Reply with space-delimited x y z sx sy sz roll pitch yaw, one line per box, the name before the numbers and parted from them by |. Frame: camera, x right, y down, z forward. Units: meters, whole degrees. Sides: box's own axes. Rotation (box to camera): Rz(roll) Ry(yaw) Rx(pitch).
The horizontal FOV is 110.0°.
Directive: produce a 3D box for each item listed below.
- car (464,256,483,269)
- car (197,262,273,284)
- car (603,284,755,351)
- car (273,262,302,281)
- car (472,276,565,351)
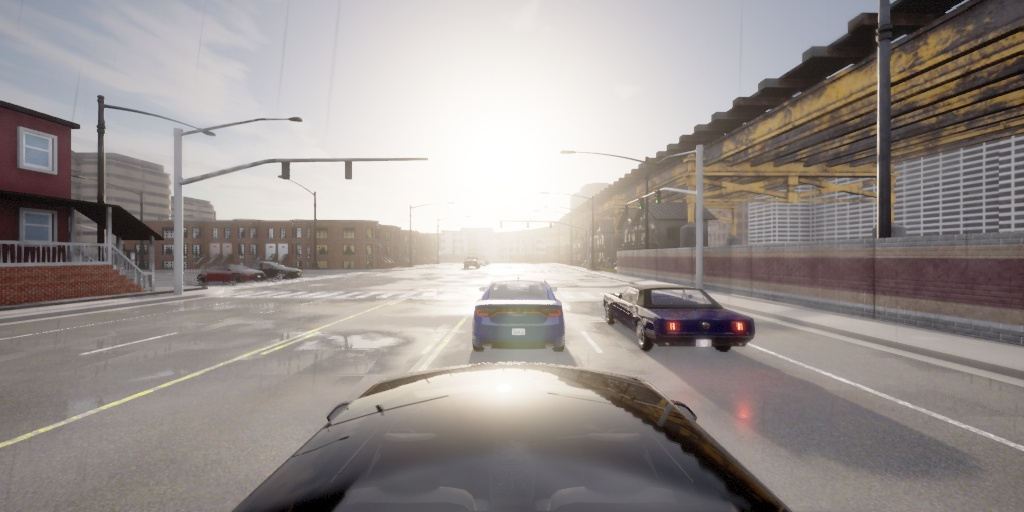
car | -6.362 0.971 57.611 2.150 2.045 5.566 0 0 1
car | -20.345 1.314 26.145 4.181 1.385 1.994 0 0 4
car | 3.656 1.351 8.964 1.895 1.301 4.718 0 0 1
car | -20.221 1.254 29.921 4.892 1.490 1.837 0 0 0
car | 0.157 1.228 9.003 1.882 1.535 5.008 0 0 1
